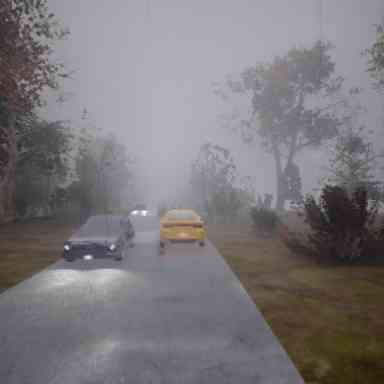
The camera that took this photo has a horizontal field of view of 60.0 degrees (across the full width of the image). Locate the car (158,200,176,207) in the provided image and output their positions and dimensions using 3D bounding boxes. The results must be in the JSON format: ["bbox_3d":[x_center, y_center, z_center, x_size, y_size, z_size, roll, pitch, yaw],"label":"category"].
[{"bbox_3d":[-2.627,1.707,36.064,2.097,1.767,4.553,0,-1,-8],"label":"car"}]

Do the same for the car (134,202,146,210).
[{"bbox_3d":[-8.453,2.321,54.435,1.895,1.301,4.718,0,-2,-9],"label":"car"}]

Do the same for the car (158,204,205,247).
[{"bbox_3d":[-0.508,1.558,15.612,1.882,1.535,5.008,0,0,-4],"label":"car"}]

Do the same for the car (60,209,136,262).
[{"bbox_3d":[-3.243,1.601,12.653,2.033,1.411,5.357,0,0,-3],"label":"car"}]
